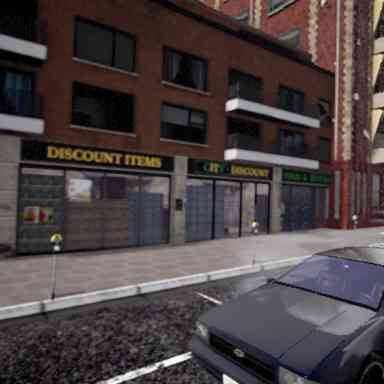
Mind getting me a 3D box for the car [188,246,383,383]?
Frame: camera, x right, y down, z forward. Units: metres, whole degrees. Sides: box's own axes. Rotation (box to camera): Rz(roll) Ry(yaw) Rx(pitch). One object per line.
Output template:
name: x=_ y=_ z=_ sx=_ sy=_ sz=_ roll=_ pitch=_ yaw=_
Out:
car: x=2.582 y=1.585 z=4.912 sx=5.357 sy=1.411 sz=2.033 roll=1 pitch=0 yaw=-36
